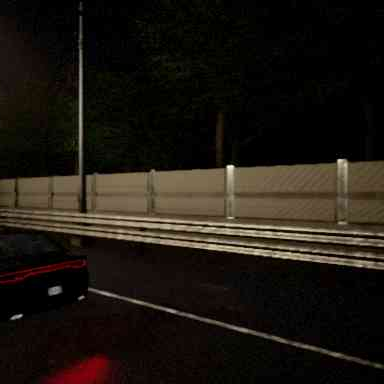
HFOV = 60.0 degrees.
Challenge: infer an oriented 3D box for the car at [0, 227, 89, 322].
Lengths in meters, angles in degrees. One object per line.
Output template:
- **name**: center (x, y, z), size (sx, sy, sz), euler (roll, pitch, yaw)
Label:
- **car**: center (-4.282, 1.488, 6.996), size (5.008, 1.535, 1.882), euler (0, 0, 36)
